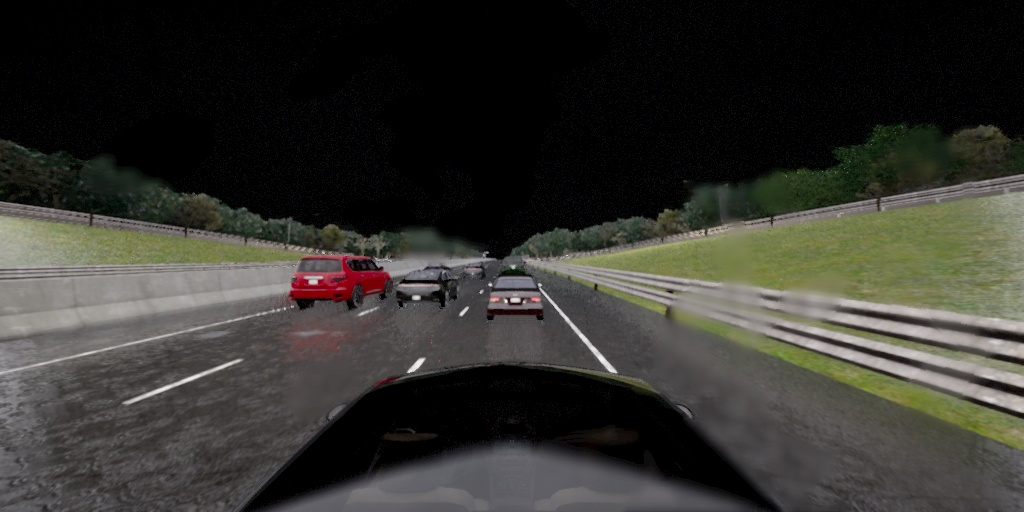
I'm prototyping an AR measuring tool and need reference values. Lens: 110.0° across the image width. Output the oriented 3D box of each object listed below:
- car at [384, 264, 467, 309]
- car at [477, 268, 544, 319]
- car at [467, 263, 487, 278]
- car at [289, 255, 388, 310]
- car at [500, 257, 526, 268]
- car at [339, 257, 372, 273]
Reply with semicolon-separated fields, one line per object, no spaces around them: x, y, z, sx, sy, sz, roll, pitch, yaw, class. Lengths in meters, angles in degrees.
-3.394;1.274;15.160;2.128;1.511;4.902;0;0;0;car
0.109;1.323;12.803;2.033;1.411;5.357;0;0;0;car
-3.388;1.342;33.384;2.128;1.511;4.902;0;0;0;car
-6.893;1.004;15.126;2.150;2.045;5.566;0;0;0;car
0.112;1.070;32.948;2.150;2.045;5.566;0;0;0;car
-21.184;1.135;48.804;2.150;2.045;5.566;0;-1;-1;car
